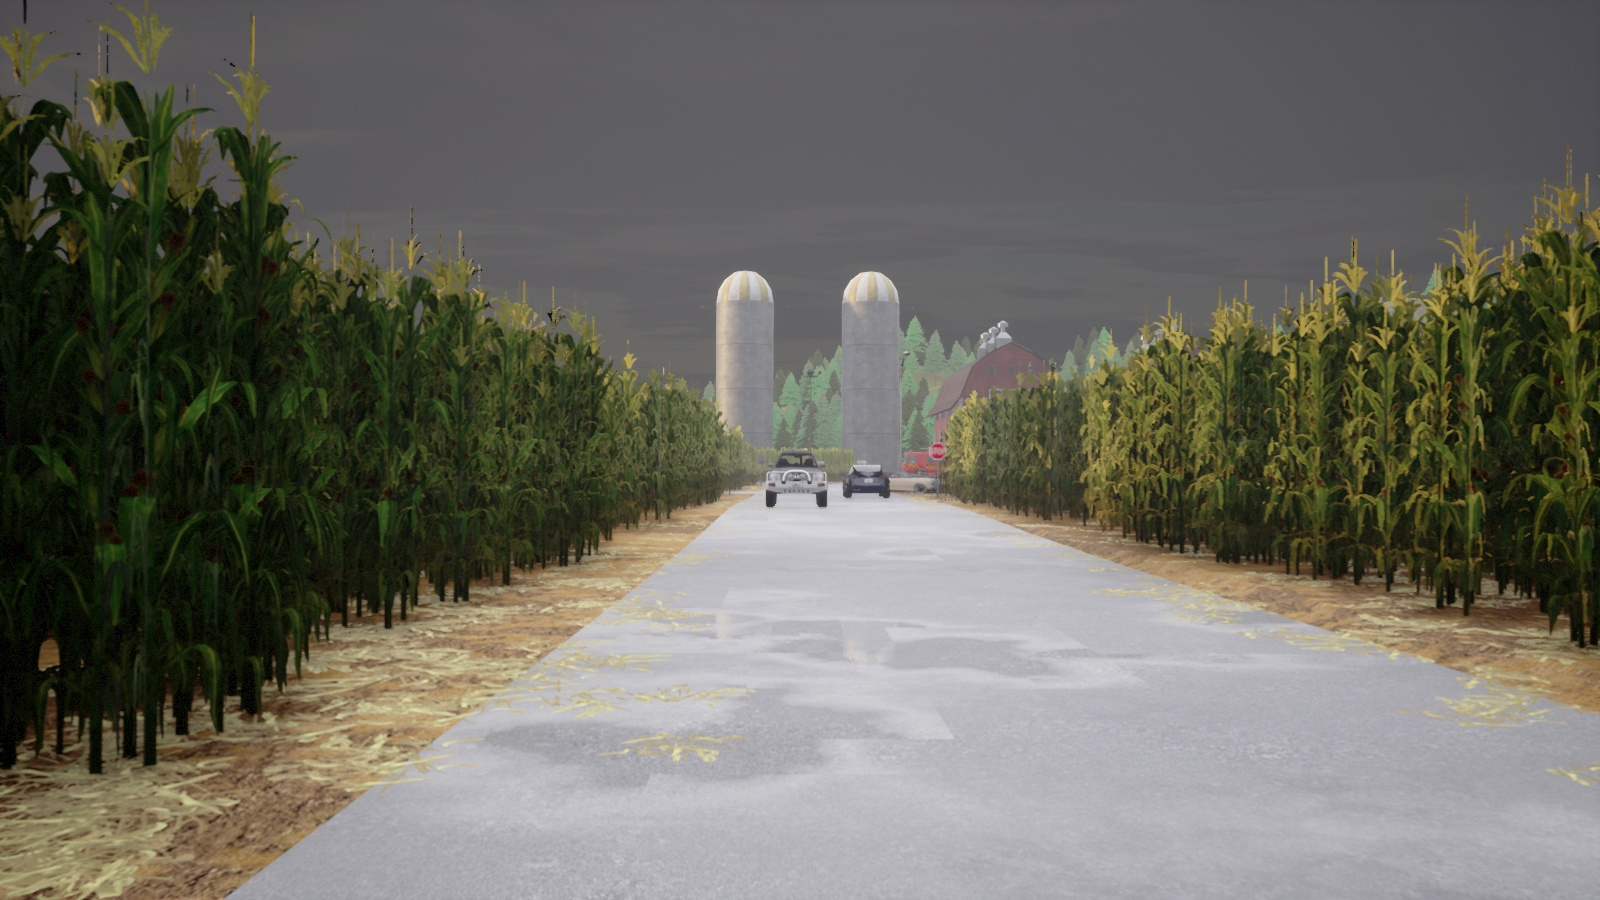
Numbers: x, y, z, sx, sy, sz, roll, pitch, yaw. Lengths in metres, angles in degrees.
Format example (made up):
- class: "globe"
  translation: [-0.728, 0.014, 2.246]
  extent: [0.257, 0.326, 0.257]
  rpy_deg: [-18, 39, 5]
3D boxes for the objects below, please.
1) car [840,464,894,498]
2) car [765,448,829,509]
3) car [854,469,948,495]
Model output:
- class: "car"
  translation: [2.960, 1.372, 56.496]
  extent: [2.163, 1.488, 4.792]
  rpy_deg: [0, -1, 0]
- class: "car"
  translation: [-0.101, 0.883, 40.306]
  extent: [1.932, 1.855, 4.605]
  rpy_deg: [0, -1, 0]
- class: "car"
  translation: [5.491, 1.729, 68.276]
  extent: [4.718, 1.301, 1.895]
  rpy_deg: [0, -1, 26]
